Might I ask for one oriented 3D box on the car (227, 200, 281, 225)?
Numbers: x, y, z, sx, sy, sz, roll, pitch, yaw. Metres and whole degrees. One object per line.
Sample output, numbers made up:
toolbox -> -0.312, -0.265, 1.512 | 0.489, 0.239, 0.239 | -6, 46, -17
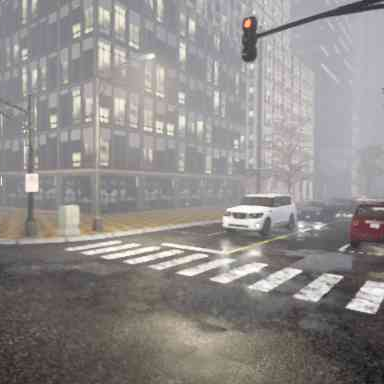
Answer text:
car -> 4.466, 1.353, 23.179 | 1.752, 1.417, 4.829 | 1, 0, 37

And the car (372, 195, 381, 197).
car -> 34.791, 1.345, 64.077 | 1.802, 1.307, 4.206 | 1, 0, 37

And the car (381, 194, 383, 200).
car -> 48.224, 1.276, 82.193 | 2.008, 1.369, 4.403 | 1, 1, 37

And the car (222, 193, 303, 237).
car -> 3.814, 1.098, 17.933 | 2.150, 2.045, 5.566 | 1, 1, 37

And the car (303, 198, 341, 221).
car -> 9.974, 1.414, 26.246 | 2.033, 1.411, 5.357 | 1, 1, 36

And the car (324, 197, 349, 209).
car -> 18.000, 1.369, 41.432 | 1.947, 1.339, 4.313 | 1, 0, 37

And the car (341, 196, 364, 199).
car -> 16.148, 1.403, 34.565 | 2.033, 1.411, 5.357 | 1, 1, 36

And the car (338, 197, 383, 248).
car -> 7.943, 1.293, 13.796 | 2.192, 1.841, 5.009 | 1, 0, 37
